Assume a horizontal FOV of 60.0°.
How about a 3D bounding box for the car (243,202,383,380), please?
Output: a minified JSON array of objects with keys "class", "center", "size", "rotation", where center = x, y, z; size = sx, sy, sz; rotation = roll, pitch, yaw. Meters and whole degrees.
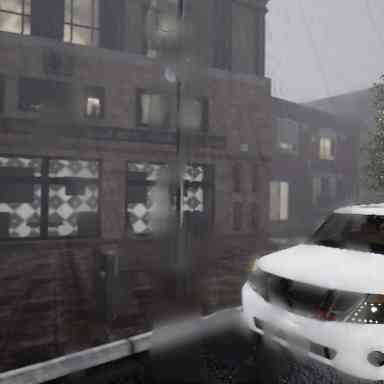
[{"class":"car","center":[3.370,1.216,5.547],"size":[5.566,2.045,2.150],"rotation":[0,0,-36]}]
